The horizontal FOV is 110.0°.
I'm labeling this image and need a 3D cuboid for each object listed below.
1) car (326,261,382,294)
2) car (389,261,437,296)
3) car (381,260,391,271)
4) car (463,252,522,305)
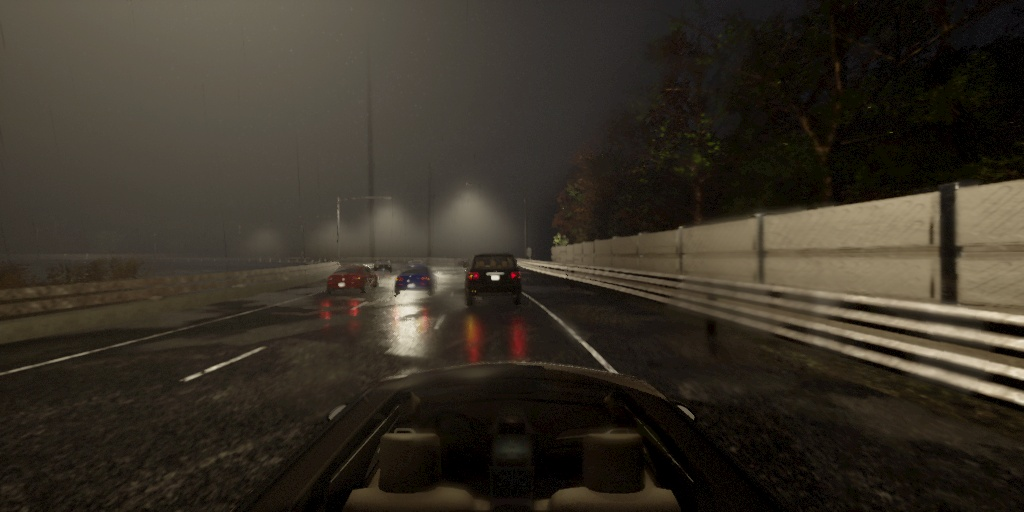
[{"bbox_3d":[-8.624,1.211,19.588,1.812,1.442,4.674,-1,0,-10],"label":"car"},{"bbox_3d":[-4.924,1.186,18.643,1.812,1.442,4.674,0,0,-9],"label":"car"},{"bbox_3d":[-15.100,1.168,41.905,1.895,1.301,4.718,-1,0,-22],"label":"car"},{"bbox_3d":[-0.944,0.870,15.694,2.150,2.045,5.566,0,0,-7],"label":"car"}]
